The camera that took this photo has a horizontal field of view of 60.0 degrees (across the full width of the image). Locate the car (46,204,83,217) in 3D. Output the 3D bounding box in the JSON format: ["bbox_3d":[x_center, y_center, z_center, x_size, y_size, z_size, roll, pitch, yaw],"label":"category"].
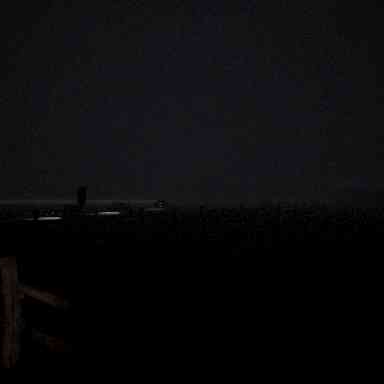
[{"bbox_3d":[-13.587,1.964,35.665,1.994,1.385,4.181,-1,-1,15],"label":"car"}]

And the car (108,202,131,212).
[{"bbox_3d":[-10.294,2.149,47.426,1.994,1.385,4.181,-1,-1,16],"label":"car"}]

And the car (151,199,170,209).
[{"bbox_3d":[-5.845,2.172,61.668,2.097,1.767,4.553,-1,-1,18],"label":"car"}]
